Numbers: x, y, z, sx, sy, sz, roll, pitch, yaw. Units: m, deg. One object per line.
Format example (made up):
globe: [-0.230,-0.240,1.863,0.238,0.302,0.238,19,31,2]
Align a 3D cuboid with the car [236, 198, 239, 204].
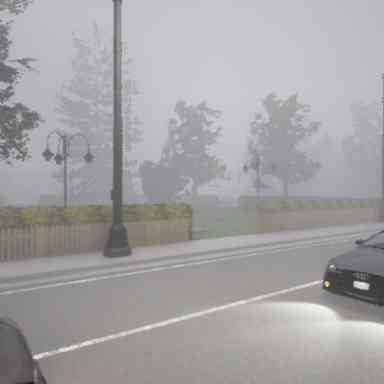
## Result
car: [6.969,1.487,60.030,1.837,1.490,4.892,0,0,-36]

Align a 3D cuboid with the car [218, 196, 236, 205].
car: [4.586,1.533,57.333,2.033,1.411,5.357,0,0,-35]

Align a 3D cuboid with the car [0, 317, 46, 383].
car: [-3.513,1.549,1.466,5.357,1.411,2.033,0,0,-35]

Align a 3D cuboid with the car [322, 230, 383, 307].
car: [4.776,1.561,7.376,4.181,1.385,1.994,0,0,-36]
